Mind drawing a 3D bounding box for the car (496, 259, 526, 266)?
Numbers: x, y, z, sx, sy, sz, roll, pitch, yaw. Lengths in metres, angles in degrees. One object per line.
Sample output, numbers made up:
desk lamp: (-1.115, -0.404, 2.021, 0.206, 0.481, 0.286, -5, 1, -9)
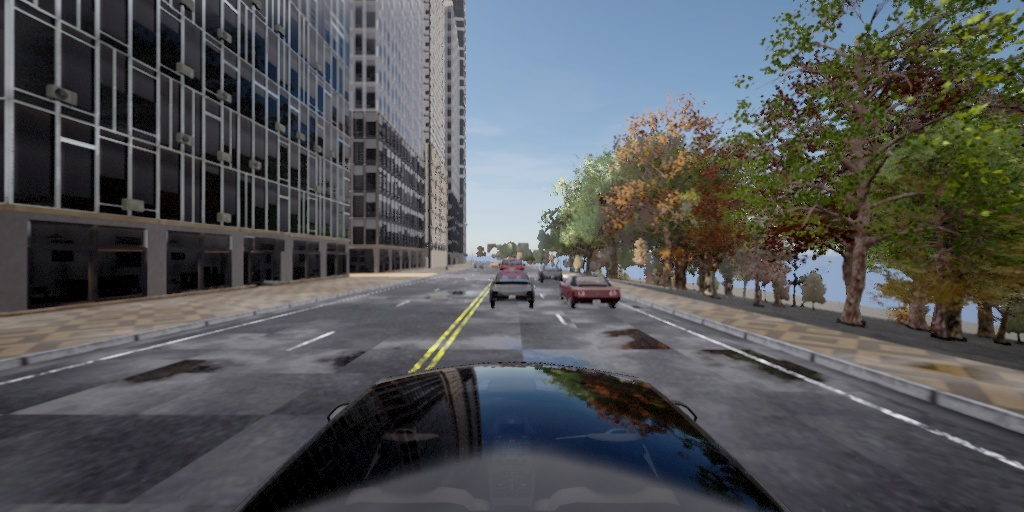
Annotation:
car: (-0.002, 1.234, 30.874, 2.150, 2.045, 5.566, 0, 0, 0)

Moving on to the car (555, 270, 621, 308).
car: (3.250, 1.483, 15.951, 1.895, 1.301, 4.718, 0, 0, 0)

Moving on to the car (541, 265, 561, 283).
car: (3.251, 1.512, 31.133, 2.128, 1.511, 4.902, 0, 0, 0)

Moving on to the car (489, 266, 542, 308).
car: (0.003, 1.376, 16.142, 2.128, 1.511, 4.902, 0, 0, 0)
